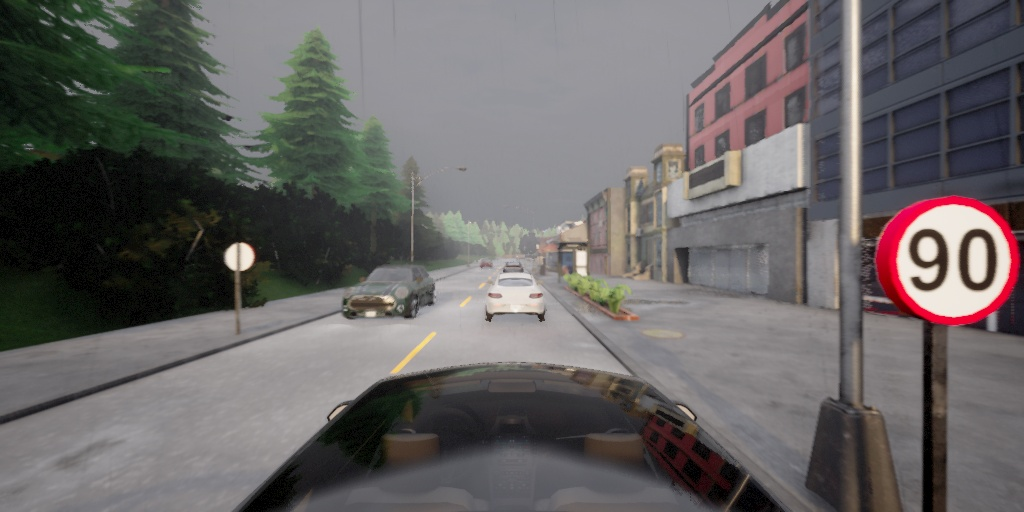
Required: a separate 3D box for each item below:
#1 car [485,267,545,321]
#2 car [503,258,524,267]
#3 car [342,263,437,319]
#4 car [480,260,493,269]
[{"bbox_3d":[0.103,1.275,12.361,1.812,1.442,4.674,0,0,0],"label":"car"},{"bbox_3d":[0.111,1.240,32.961,2.128,1.511,4.902,0,0,0],"label":"car"},{"bbox_3d":[-4.097,1.101,12.659,2.097,1.767,4.553,0,0,0],"label":"car"},{"bbox_3d":[-4.036,1.347,57.017,1.895,1.301,4.718,0,0,1],"label":"car"}]
